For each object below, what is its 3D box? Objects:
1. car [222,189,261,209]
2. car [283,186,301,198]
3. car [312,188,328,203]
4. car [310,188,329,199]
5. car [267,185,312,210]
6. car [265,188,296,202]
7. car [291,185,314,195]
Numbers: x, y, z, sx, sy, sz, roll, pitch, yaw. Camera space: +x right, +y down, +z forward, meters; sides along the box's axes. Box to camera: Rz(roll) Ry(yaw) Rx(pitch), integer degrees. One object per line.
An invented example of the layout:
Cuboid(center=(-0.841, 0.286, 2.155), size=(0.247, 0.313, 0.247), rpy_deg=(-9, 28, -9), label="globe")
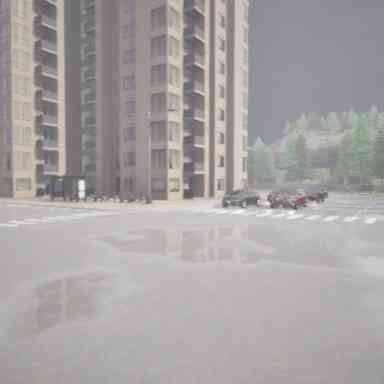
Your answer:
Cuboid(center=(4.239, 0.542, 27.952), size=(1.837, 1.490, 4.892), rpy_deg=(1, 2, 34), label="car")
Cuboid(center=(14.178, -0.048, 47.396), size=(2.033, 1.411, 5.357), rpy_deg=(1, 2, 12), label="car")
Cuboid(center=(12.944, 0.355, 35.317), size=(2.033, 1.411, 5.357), rpy_deg=(1, 2, 30), label="car")
Cuboid(center=(16.997, 0.113, 44.400), size=(1.895, 1.301, 4.718), rpy_deg=(1, 2, 15), label="car")
Cuboid(center=(7.983, 0.419, 27.242), size=(2.097, 1.767, 4.553), rpy_deg=(1, 2, 32), label="car")
Cuboid(center=(10.014, 0.286, 37.178), size=(2.033, 1.411, 5.357), rpy_deg=(1, 2, 30), label="car")
Cuboid(center=(18.073, -0.326, 54.691), size=(1.837, 1.490, 4.892), rpy_deg=(0, 2, -5), label="car")
